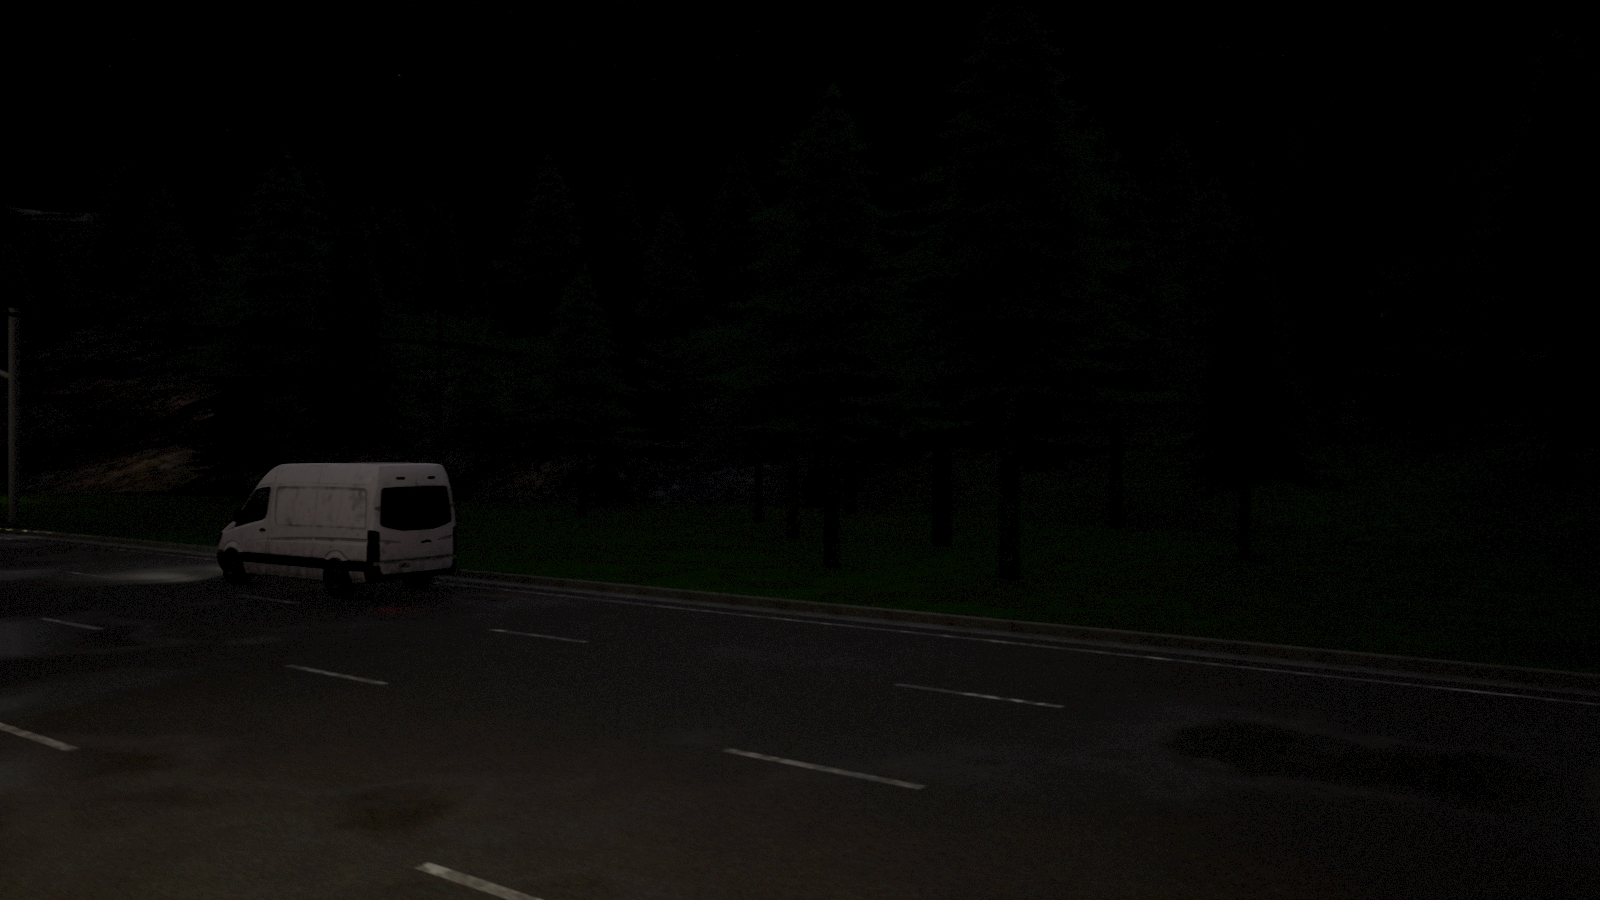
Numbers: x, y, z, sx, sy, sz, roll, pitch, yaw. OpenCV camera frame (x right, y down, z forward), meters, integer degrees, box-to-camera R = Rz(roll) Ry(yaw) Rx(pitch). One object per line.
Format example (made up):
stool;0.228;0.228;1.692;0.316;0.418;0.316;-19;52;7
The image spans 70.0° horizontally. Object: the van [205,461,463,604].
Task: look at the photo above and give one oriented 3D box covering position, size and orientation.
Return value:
van;-9.616;1.534;23.325;5.915;2.561;1.988;0;0;35
